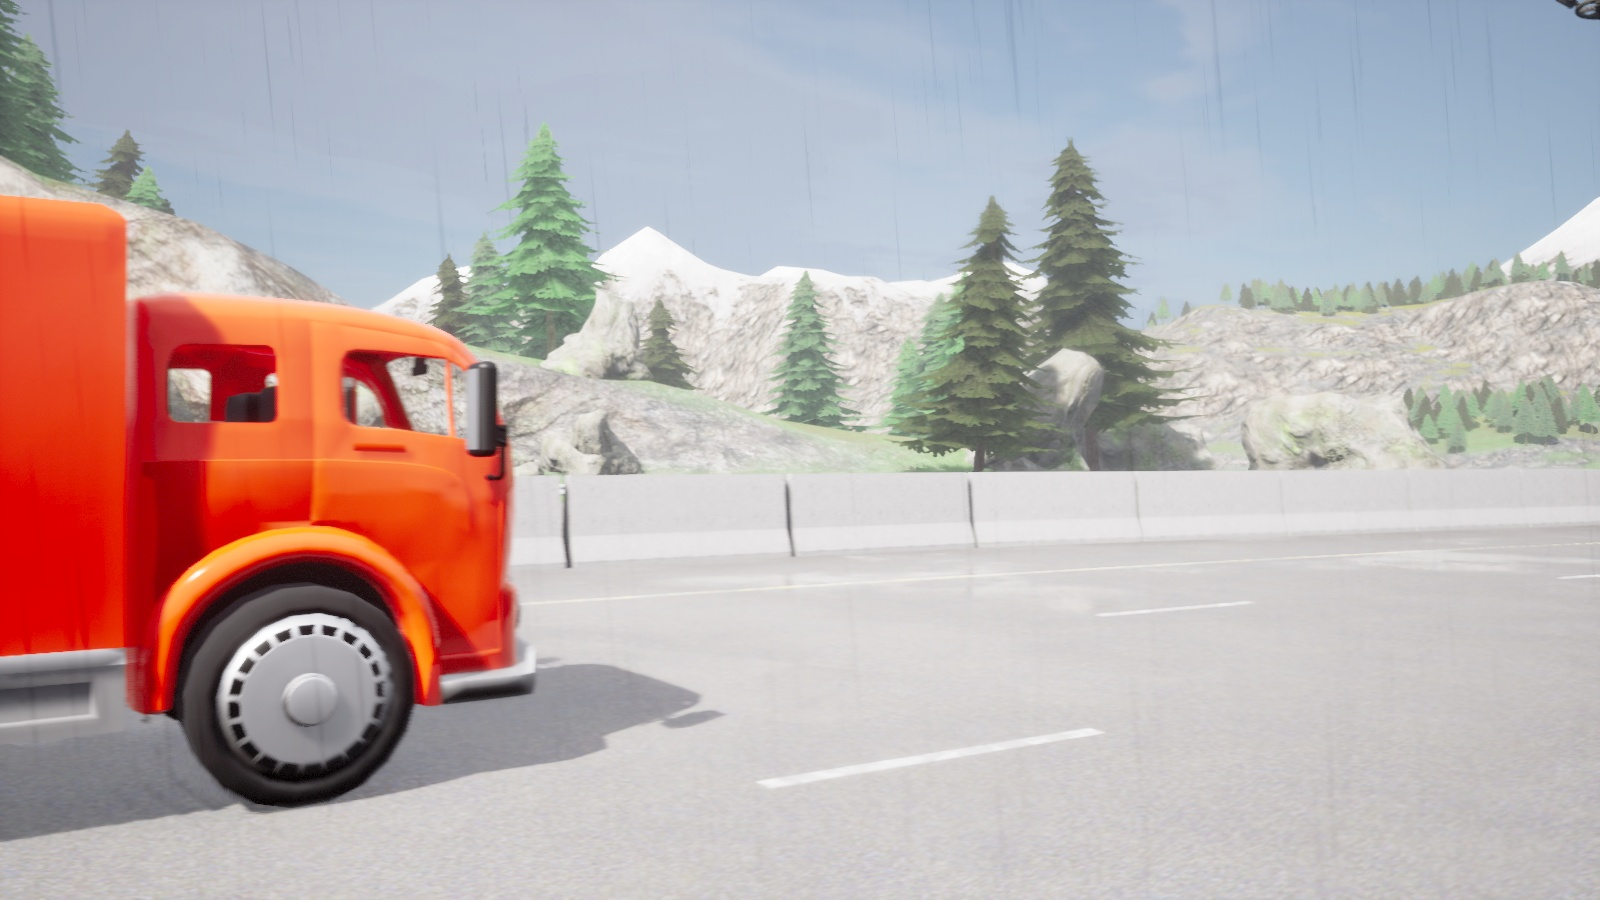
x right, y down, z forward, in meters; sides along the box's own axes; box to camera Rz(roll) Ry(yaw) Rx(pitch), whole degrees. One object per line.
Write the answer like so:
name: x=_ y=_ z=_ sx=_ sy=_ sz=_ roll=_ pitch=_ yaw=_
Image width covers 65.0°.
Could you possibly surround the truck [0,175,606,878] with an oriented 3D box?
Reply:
truck: x=-3.780 y=0.278 z=5.335 sx=5.204 sy=2.467 sz=2.627 roll=0 pitch=-1 yaw=-34
